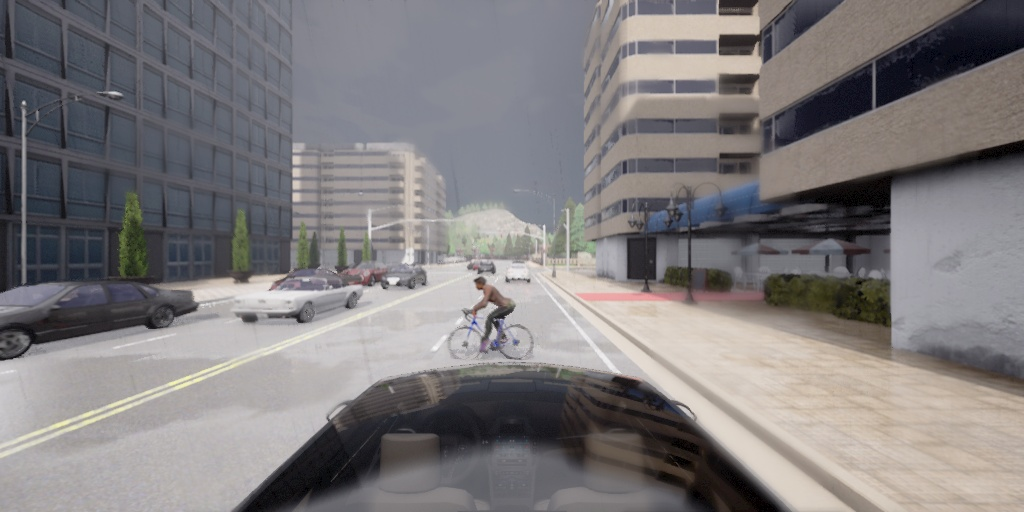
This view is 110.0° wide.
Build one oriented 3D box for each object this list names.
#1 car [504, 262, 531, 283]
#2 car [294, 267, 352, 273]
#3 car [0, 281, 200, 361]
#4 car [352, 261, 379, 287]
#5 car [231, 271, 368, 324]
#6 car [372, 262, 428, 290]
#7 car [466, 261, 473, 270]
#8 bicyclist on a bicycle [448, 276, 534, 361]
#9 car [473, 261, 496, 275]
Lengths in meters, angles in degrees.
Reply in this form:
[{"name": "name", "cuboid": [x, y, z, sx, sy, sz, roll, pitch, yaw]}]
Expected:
[{"name": "car", "cuboid": [0.492, 1.333, 28.476, 1.812, 1.442, 4.674, 0, 0, 1]}, {"name": "car", "cuboid": [-10.354, 1.349, 18.485, 1.994, 1.385, 4.181, 0, 0, 1]}, {"name": "car", "cuboid": [-10.518, 1.311, 8.565, 2.033, 1.411, 5.357, 0, 0, 1]}, {"name": "car", "cuboid": [-10.162, 1.151, 25.050, 2.097, 1.767, 4.553, 0, 0, 1]}, {"name": "car", "cuboid": [-6.959, 1.373, 12.251, 1.895, 1.301, 4.718, 0, 0, 1]}, {"name": "car", "cuboid": [-6.780, 1.287, 22.971, 2.128, 1.511, 4.902, 0, 0, 1]}, {"name": "car", "cuboid": [-4.941, 1.374, 50.108, 1.994, 1.385, 4.181, 0, 0, -22]}, {"name": "bicyclist on a bicycle", "cuboid": [-0.424, 1.210, 6.867, 1.656, 1.620, 0.582, -2, 0, 1]}, {"name": "car", "cuboid": [-2.826, 1.324, 41.020, 2.128, 1.511, 4.902, 0, 0, 1]}]
